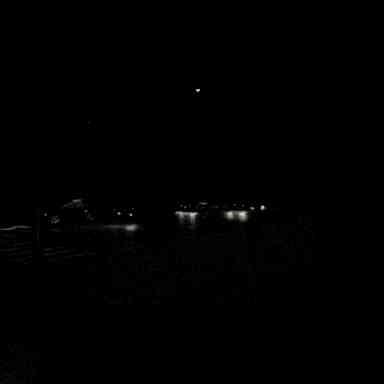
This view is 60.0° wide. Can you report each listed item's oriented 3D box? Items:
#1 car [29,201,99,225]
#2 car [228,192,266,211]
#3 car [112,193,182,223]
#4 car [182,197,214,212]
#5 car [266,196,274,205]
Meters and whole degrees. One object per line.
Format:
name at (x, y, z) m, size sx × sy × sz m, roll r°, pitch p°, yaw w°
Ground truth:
car at (-8.906, 1.438, 23.549) m, size 2.128 × 1.511 × 4.902 m, roll 0°, pitch 0°, yaw 35°
car at (6.368, 1.070, 39.451) m, size 2.150 × 2.045 × 5.566 m, roll 0°, pitch 0°, yaw 35°
car at (-3.497, 1.141, 25.548) m, size 2.150 × 2.045 × 5.566 m, roll 0°, pitch 0°, yaw 36°
car at (0.671, 1.382, 37.055) m, size 1.837 × 1.490 × 4.892 m, roll 0°, pitch 0°, yaw 35°
car at (11.098, 1.315, 51.606) m, size 1.882 × 1.535 × 5.008 m, roll 0°, pitch 0°, yaw 35°
